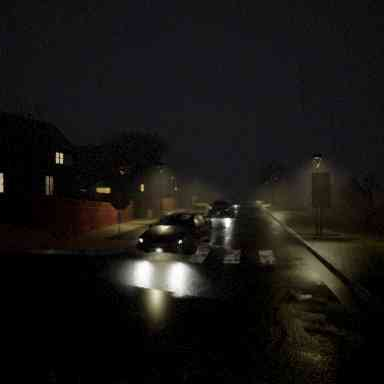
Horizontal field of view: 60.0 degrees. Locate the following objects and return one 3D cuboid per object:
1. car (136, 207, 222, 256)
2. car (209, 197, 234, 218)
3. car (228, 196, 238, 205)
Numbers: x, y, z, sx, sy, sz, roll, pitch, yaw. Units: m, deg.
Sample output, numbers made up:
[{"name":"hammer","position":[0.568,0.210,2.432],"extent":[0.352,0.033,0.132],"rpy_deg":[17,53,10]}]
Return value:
[{"name":"car","position":[-0.390,1.543,13.560],"extent":[2.033,1.411,5.357],"rpy_deg":[0,0,15]},{"name":"car","position":[2.569,1.502,30.269],"extent":[1.812,1.442,4.674],"rpy_deg":[0,0,9]},{"name":"car","position":[7.017,1.471,58.563],"extent":[1.837,1.490,4.892],"rpy_deg":[0,0,9]}]
